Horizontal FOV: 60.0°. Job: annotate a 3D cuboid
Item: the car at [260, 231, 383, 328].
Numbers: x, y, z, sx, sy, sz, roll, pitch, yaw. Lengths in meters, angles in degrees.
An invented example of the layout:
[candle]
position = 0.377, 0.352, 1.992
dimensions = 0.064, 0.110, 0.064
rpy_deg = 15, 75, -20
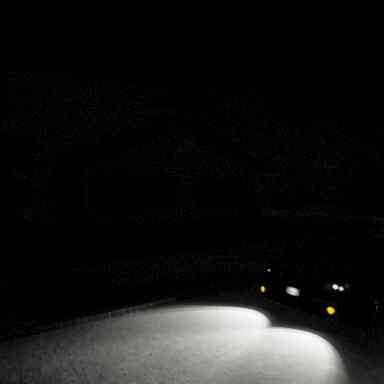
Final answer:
[car]
position = 3.397, 1.564, 7.009
dimensions = 4.181, 1.385, 1.994
rpy_deg = 0, 0, -35
